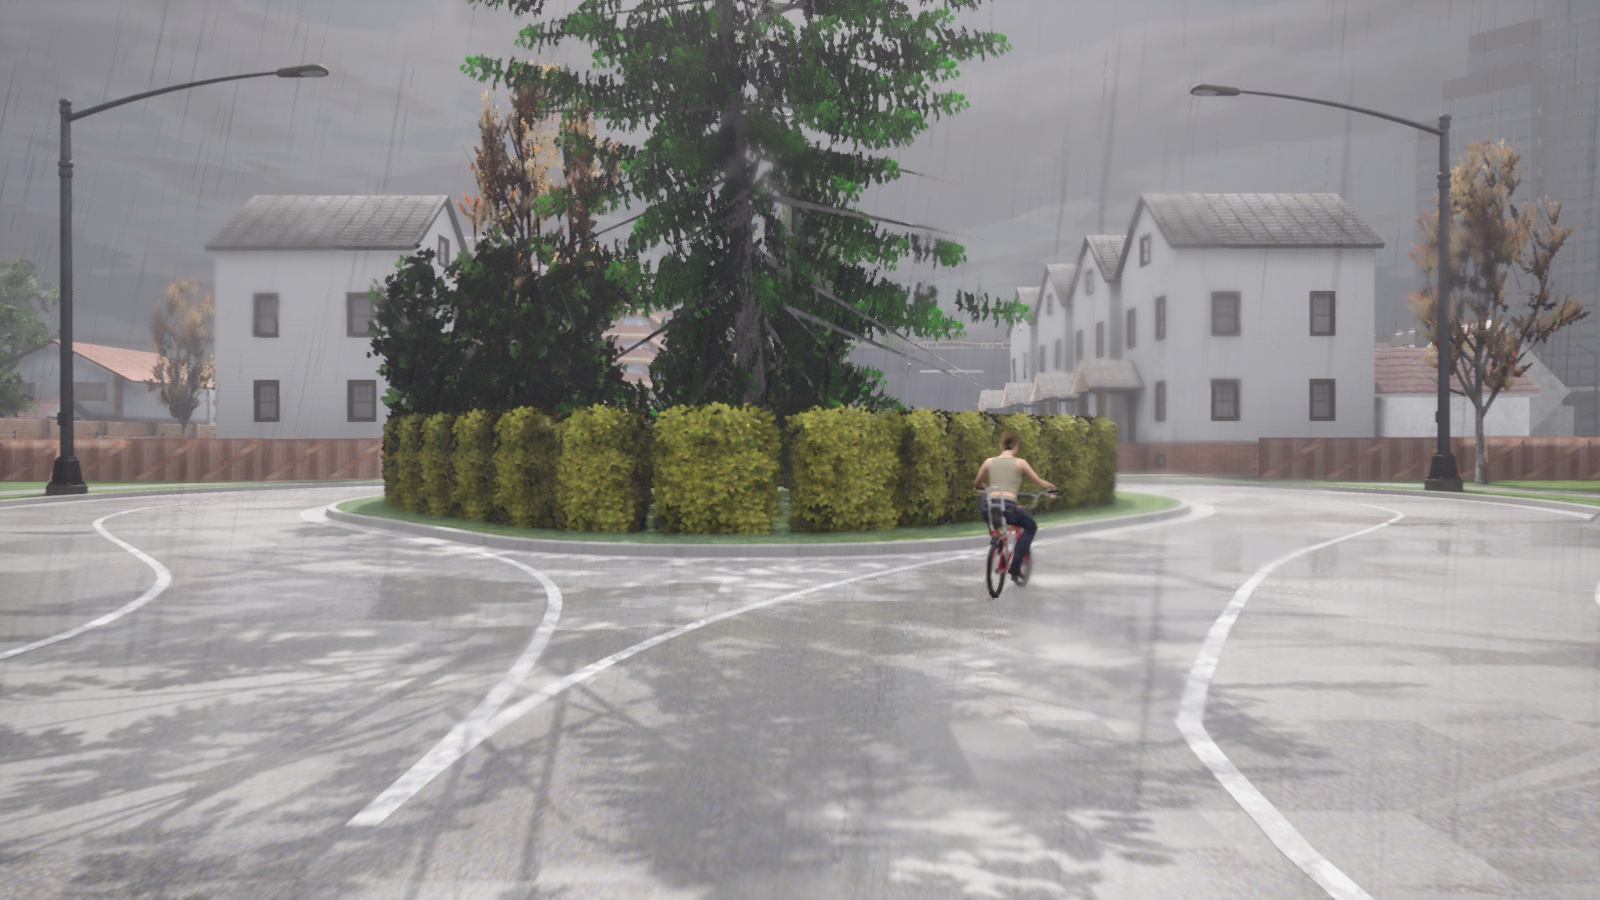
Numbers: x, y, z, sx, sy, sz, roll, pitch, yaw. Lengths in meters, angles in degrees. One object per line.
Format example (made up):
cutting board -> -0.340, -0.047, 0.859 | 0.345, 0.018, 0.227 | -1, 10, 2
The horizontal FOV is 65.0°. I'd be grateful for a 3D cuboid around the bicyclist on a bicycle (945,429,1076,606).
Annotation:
bicyclist on a bicycle -> 2.095, 0.615, 12.351 | 0.866, 1.612, 1.509 | 1, 1, 25
